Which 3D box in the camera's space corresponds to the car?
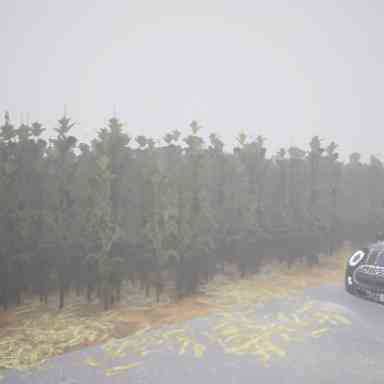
[{"bbox_3d":[5.401,1.371,7.350,4.553,1.767,2.097,0,0,-35],"label":"car"}]
